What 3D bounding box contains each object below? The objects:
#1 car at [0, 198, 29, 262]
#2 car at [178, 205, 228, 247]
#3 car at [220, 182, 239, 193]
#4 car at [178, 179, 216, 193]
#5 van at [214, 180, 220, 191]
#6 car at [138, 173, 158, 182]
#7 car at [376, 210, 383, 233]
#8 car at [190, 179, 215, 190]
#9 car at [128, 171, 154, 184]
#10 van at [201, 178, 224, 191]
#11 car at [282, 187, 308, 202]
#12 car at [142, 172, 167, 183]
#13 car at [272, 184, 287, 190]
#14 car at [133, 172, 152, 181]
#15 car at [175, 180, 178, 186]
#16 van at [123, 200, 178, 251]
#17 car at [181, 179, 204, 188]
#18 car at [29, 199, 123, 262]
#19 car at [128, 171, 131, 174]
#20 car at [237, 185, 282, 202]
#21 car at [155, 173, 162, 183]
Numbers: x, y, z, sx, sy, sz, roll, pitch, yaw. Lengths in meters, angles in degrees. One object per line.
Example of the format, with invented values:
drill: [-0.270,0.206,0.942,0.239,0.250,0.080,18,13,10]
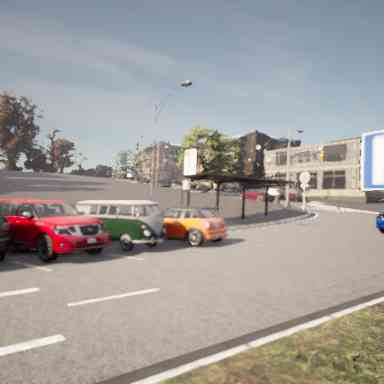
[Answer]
car: [-8.067,1.228,10.797,5.566,2.045,2.435,-1,-1,34]
car: [-0.636,1.482,15.961,4.553,1.767,2.185,-1,-1,35]
car: [7.166,-0.570,54.370,2.231,1.521,4.892,7,3,35]
car: [0.636,-0.835,48.158,2.128,1.511,4.902,3,3,-36]
van: [5.399,-1.071,56.726,1.878,1.987,4.442,8,3,35]
car: [-10.325,-3.445,78.878,2.185,1.767,4.553,6,2,33]
car: [12.842,1.239,19.006,5.566,2.045,2.150,-3,3,-33]
car: [2.070,-1.392,61.913,1.946,1.575,5.366,7,3,35]
car: [-9.574,-2.436,62.442,2.128,1.511,4.902,3,3,-36]
van: [3.659,-1.346,59.190,1.878,1.987,4.442,8,3,35]
car: [14.110,0.564,44.543,2.002,1.452,4.674,7,3,35]
car: [-8.519,-3.291,76.420,2.435,2.045,5.566,8,3,34]
car: [12.411,0.001,47.010,2.435,2.045,5.566,7,3,35]
car: [-12.066,-3.681,81.340,2.185,1.767,4.553,4,0,33]
car: [-1.524,-1.902,66.679,2.002,1.452,4.674,7,3,34]
van: [-3.034,1.338,14.199,4.442,1.987,1.878,-1,-2,35]
car: [0.229,-1.627,64.225,2.002,1.452,4.674,8,3,34]
car: [-5.563,1.270,12.515,5.566,2.045,2.435,-1,-2,35]
car: [-13.848,-3.961,83.679,2.435,2.045,5.566,2,-2,34]
car: [7.678,0.339,38.377,1.994,1.385,4.181,3,3,-34]
car: [-6.661,-2.764,74.168,1.946,1.575,5.366,7,3,34]
